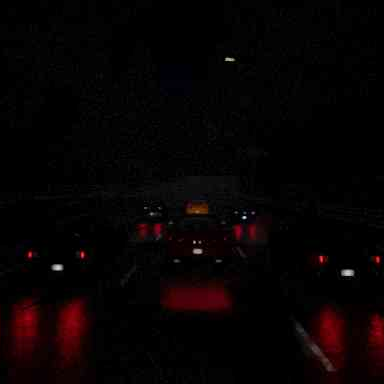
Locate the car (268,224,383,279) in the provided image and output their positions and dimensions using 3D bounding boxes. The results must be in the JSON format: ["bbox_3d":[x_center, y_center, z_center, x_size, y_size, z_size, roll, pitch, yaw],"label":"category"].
[{"bbox_3d":[3.662,1.596,9.985,1.895,1.301,4.718,0,0,1],"label":"car"}]

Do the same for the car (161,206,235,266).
[{"bbox_3d":[0.179,1.469,11.588,1.882,1.535,5.008,0,0,1],"label":"car"}]

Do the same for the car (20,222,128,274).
[{"bbox_3d":[-3.335,1.592,10.525,1.895,1.301,4.718,0,0,1],"label":"car"}]

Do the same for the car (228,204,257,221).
[{"bbox_3d":[3.939,1.584,26.831,1.895,1.301,4.718,0,0,1],"label":"car"}]

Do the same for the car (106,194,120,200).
[{"bbox_3d":[-15.590,1.128,66.496,1.882,1.535,5.008,0,1,3],"label":"car"}]

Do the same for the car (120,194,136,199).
[{"bbox_3d":[-12.166,1.200,65.165,1.812,1.442,4.674,0,1,3],"label":"car"}]

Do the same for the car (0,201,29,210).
[{"bbox_3d":[-13.806,1.477,24.725,1.837,1.490,4.892,0,0,1],"label":"car"}]

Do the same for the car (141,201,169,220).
[{"bbox_3d":[-3.029,1.469,28.050,2.128,1.511,4.902,0,0,1],"label":"car"}]

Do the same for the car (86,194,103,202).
[{"bbox_3d":[-19.157,1.148,65.425,1.882,1.535,5.008,0,1,3],"label":"car"}]

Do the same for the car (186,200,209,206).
[{"bbox_3d":[0.513,1.456,29.670,1.882,1.535,5.008,0,0,1],"label":"car"}]
